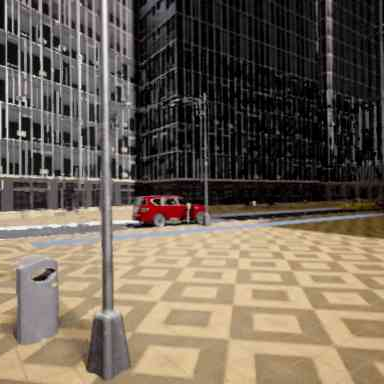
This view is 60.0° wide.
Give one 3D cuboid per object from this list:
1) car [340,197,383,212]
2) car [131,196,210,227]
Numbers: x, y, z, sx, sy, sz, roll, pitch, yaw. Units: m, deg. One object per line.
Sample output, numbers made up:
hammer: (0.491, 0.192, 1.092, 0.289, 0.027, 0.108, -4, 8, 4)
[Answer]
car: (16.750, 1.242, 33.279, 4.829, 1.417, 1.752, 0, -1, -35)
car: (-1.279, 1.152, 20.421, 5.009, 1.841, 2.192, 0, -1, -35)
